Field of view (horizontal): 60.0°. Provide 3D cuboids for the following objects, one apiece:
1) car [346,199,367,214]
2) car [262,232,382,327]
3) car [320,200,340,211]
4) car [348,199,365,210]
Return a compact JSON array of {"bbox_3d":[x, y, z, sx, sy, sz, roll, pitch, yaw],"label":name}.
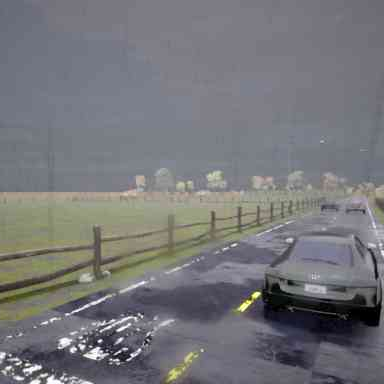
[{"bbox_3d":[17.433,1.535,35.337,2.033,1.411,5.357,0,0,27],"label":"car"},{"bbox_3d":[2.944,1.561,7.248,1.994,1.385,4.181,0,0,27],"label":"car"},{"bbox_3d":[16.564,1.585,39.790,1.895,1.301,4.718,0,0,27],"label":"car"},{"bbox_3d":[21.909,1.587,44.175,1.895,1.301,4.718,0,0,27],"label":"car"}]
